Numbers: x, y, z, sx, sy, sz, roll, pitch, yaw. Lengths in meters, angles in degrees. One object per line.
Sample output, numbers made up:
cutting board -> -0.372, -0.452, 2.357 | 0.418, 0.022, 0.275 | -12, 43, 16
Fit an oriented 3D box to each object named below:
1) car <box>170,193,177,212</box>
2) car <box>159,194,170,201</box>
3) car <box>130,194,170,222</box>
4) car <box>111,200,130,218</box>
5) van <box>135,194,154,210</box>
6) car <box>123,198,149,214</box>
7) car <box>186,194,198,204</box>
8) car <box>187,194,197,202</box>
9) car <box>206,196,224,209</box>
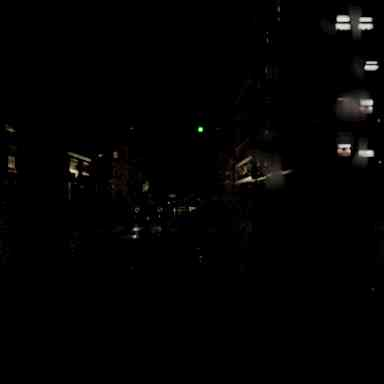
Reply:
car -> -3.063, 1.155, 34.848 | 2.097, 1.767, 4.553 | 0, 0, 0
car -> -5.629, 1.198, 68.411 | 1.802, 1.307, 4.206 | 1, 0, 0
car -> -3.044, 1.211, 24.950 | 2.097, 1.767, 4.553 | 0, 0, -1
car -> -5.733, 1.383, 28.608 | 1.887, 1.381, 4.507 | 1, 0, 0
van -> -5.644, 1.115, 39.976 | 1.690, 1.788, 3.998 | 1, 0, 0
car -> -5.653, 1.351, 34.290 | 1.887, 1.381, 4.507 | 1, 0, 0
car -> 0.040, 1.161, 56.274 | 1.882, 1.535, 5.008 | 0, 0, 0
car -> 0.046, 1.109, 66.698 | 1.882, 1.535, 5.008 | 0, 0, 0
car -> 2.733, 1.214, 40.032 | 1.967, 1.590, 4.097 | 1, 0, 0
